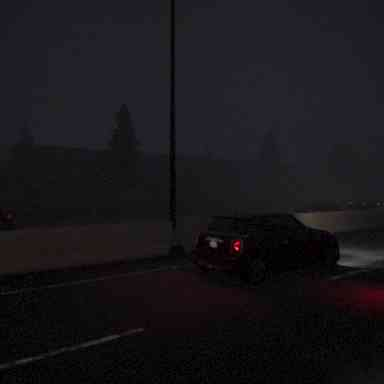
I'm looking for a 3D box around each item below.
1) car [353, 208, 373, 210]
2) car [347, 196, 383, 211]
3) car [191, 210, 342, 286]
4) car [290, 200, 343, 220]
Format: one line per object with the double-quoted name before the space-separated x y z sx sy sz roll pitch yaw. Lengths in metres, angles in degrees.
"car" 13.328 1.562 26.432 4.181 1.385 1.994 0 0 -36
"car" 21.197 1.348 40.653 4.553 1.767 2.097 0 0 -35
"car" 2.278 1.352 9.695 4.553 1.767 2.097 0 0 -35
"car" 10.902 1.476 29.001 5.008 1.535 1.882 0 0 -36
